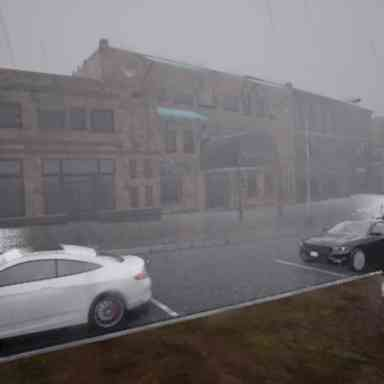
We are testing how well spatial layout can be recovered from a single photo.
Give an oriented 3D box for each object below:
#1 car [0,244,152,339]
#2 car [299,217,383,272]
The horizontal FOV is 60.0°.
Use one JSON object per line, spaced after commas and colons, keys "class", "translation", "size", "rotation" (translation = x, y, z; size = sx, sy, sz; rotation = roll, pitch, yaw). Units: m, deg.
{"class": "car", "translation": [-3.033, 1.750, 6.063], "size": [4.674, 1.452, 2.002], "rotation": [0, 1, -30]}
{"class": "car", "translation": [5.907, 1.664, 11.636], "size": [5.008, 1.535, 2.097], "rotation": [0, -1, -32]}
